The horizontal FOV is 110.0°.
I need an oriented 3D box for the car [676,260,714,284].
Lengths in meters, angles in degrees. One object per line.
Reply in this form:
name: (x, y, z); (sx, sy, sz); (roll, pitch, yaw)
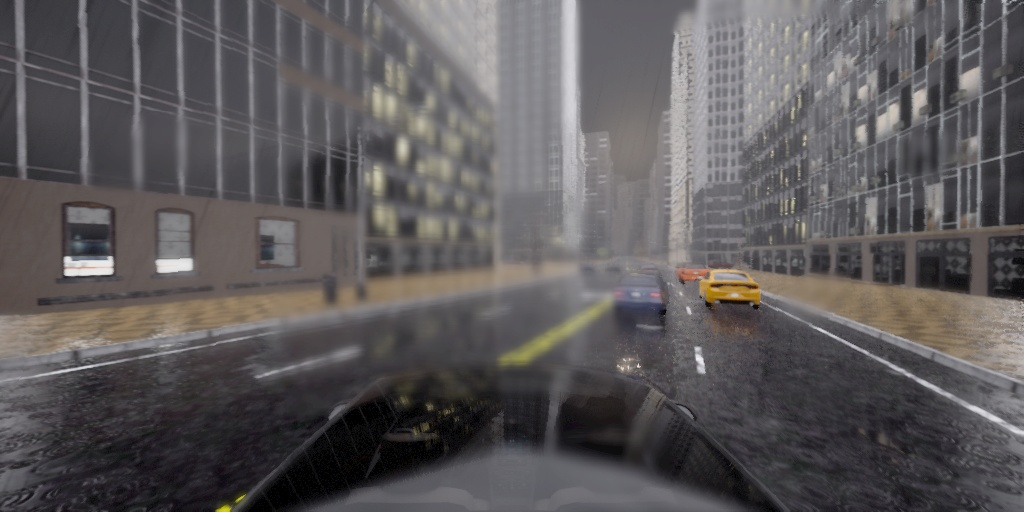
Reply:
car: (14.637, 1.318, 29.136); (2.097, 1.767, 4.553); (0, 0, 20)

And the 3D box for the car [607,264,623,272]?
car: (12.963, 1.645, 45.079); (1.895, 1.301, 4.718); (0, 0, 18)

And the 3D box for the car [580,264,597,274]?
car: (9.845, 1.638, 46.002); (1.895, 1.301, 4.718); (0, 0, 18)

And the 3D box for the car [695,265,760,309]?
car: (9.545, 1.355, 16.043); (1.882, 1.535, 5.008); (0, 0, 23)

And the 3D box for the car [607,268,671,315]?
car: (5.262, 1.394, 14.368); (2.033, 1.411, 5.357); (0, 0, 24)

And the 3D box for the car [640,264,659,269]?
car: (11.630, 1.452, 30.373); (2.128, 1.511, 4.902); (0, 0, 20)
